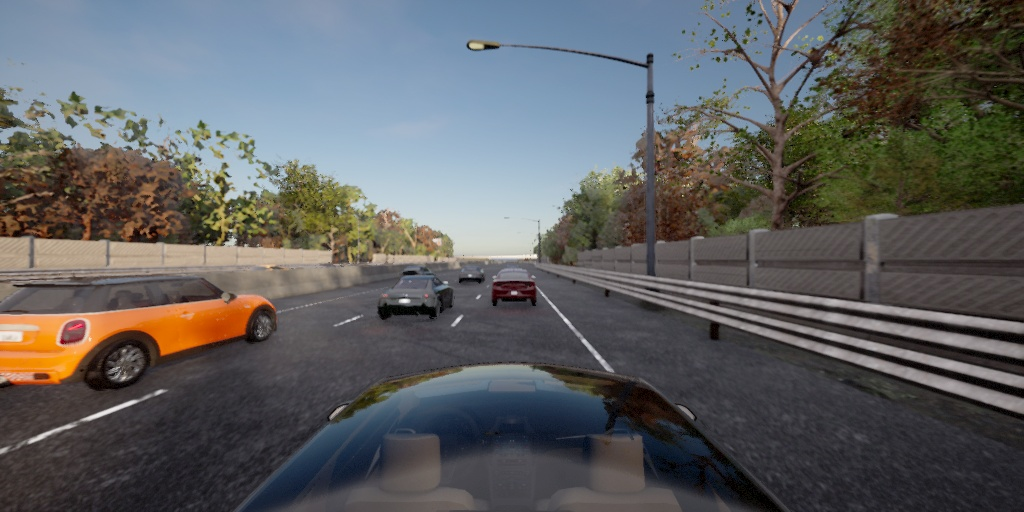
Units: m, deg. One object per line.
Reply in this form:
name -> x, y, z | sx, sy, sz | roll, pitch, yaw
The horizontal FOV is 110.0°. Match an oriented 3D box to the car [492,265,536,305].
car -> 0.093, 1.364, 16.934 | 1.882, 1.535, 5.008 | 0, 0, 0

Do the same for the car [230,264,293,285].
car -> -21.105, 1.500, 30.533 | 1.882, 1.535, 5.008 | 0, -1, 0

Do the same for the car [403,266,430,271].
car -> -6.911, 1.484, 26.401 | 1.837, 1.490, 4.892 | 0, -1, 0

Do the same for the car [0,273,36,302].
car -> -24.606, 1.475, 15.454 | 1.895, 1.301, 4.718 | 0, -1, 0

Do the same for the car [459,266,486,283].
car -> -3.411, 1.592, 31.246 | 1.994, 1.385, 4.181 | 0, -1, 0

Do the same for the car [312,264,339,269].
car -> -17.599, 1.546, 33.742 | 2.128, 1.511, 4.902 | 0, -1, 0

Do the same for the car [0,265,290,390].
car -> -6.902, 1.149, 7.063 | 2.097, 1.767, 4.553 | 0, -1, 0

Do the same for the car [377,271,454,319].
car -> -3.401, 1.417, 13.365 | 1.994, 1.385, 4.181 | 0, -1, 0
